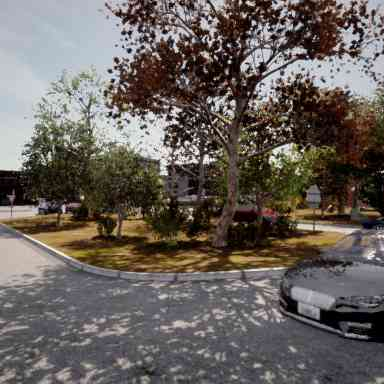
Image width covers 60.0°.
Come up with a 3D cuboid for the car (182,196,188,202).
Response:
[{"bbox_3d":[-2.307,1.884,66.977,2.185,1.767,4.553,1,0,-36],"label":"car"}]

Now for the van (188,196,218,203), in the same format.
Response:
[{"bbox_3d":[1.870,1.756,55.053,1.878,1.987,4.442,1,0,-36],"label":"van"}]

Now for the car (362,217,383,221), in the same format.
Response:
[{"bbox_3d":[12.743,1.927,19.536,4.718,1.301,1.895,-1,-3,42],"label":"car"}]

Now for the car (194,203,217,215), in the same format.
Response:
[{"bbox_3d":[2.213,2.331,38.347,2.033,1.411,5.357,3,-2,-35],"label":"car"}]

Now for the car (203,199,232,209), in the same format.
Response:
[{"bbox_3d":[4.314,2.001,56.437,1.946,1.575,5.366,1,0,-36],"label":"car"}]

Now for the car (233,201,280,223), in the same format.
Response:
[{"bbox_3d":[5.427,1.861,28.347,2.097,1.767,4.553,3,-3,-35],"label":"car"}]

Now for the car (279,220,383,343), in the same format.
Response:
[{"bbox_3d":[3.722,1.509,6.347,4.902,1.511,2.128,1,0,-36],"label":"car"}]

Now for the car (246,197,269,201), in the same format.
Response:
[{"bbox_3d":[10.996,1.861,61.501,2.435,2.045,5.566,1,-1,-36],"label":"car"}]

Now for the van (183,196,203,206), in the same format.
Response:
[{"bbox_3d":[0.210,1.820,68.680,1.878,1.987,4.442,1,-1,-36],"label":"van"}]

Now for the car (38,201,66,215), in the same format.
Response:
[{"bbox_3d":[-17.518,1.931,40.962,2.185,1.767,4.553,-1,0,-35],"label":"car"}]

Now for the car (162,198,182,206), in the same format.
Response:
[{"bbox_3d":[-4.803,1.983,65.449,1.946,1.575,5.366,1,0,-36],"label":"car"}]

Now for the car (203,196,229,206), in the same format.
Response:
[{"bbox_3d":[5.184,1.889,72.370,2.435,2.045,5.566,1,-1,-36],"label":"car"}]

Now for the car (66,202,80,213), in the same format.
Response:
[{"bbox_3d":[-14.968,2.069,42.849,2.002,1.452,4.674,-1,0,-36],"label":"car"}]
